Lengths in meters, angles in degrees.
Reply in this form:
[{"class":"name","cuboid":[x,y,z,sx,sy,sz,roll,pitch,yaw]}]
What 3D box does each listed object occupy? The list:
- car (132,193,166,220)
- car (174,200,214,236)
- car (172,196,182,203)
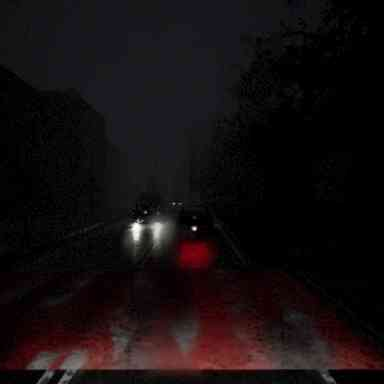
[{"class":"car","cuboid":[-3.303,1.077,26.503,2.150,2.045,5.566,0,0,0]},{"class":"car","cuboid":[0.122,1.409,17.736,1.837,1.490,4.892,0,0,0]},{"class":"car","cuboid":[-2.997,1.557,67.773,2.033,1.411,5.357,0,-1,0]}]
